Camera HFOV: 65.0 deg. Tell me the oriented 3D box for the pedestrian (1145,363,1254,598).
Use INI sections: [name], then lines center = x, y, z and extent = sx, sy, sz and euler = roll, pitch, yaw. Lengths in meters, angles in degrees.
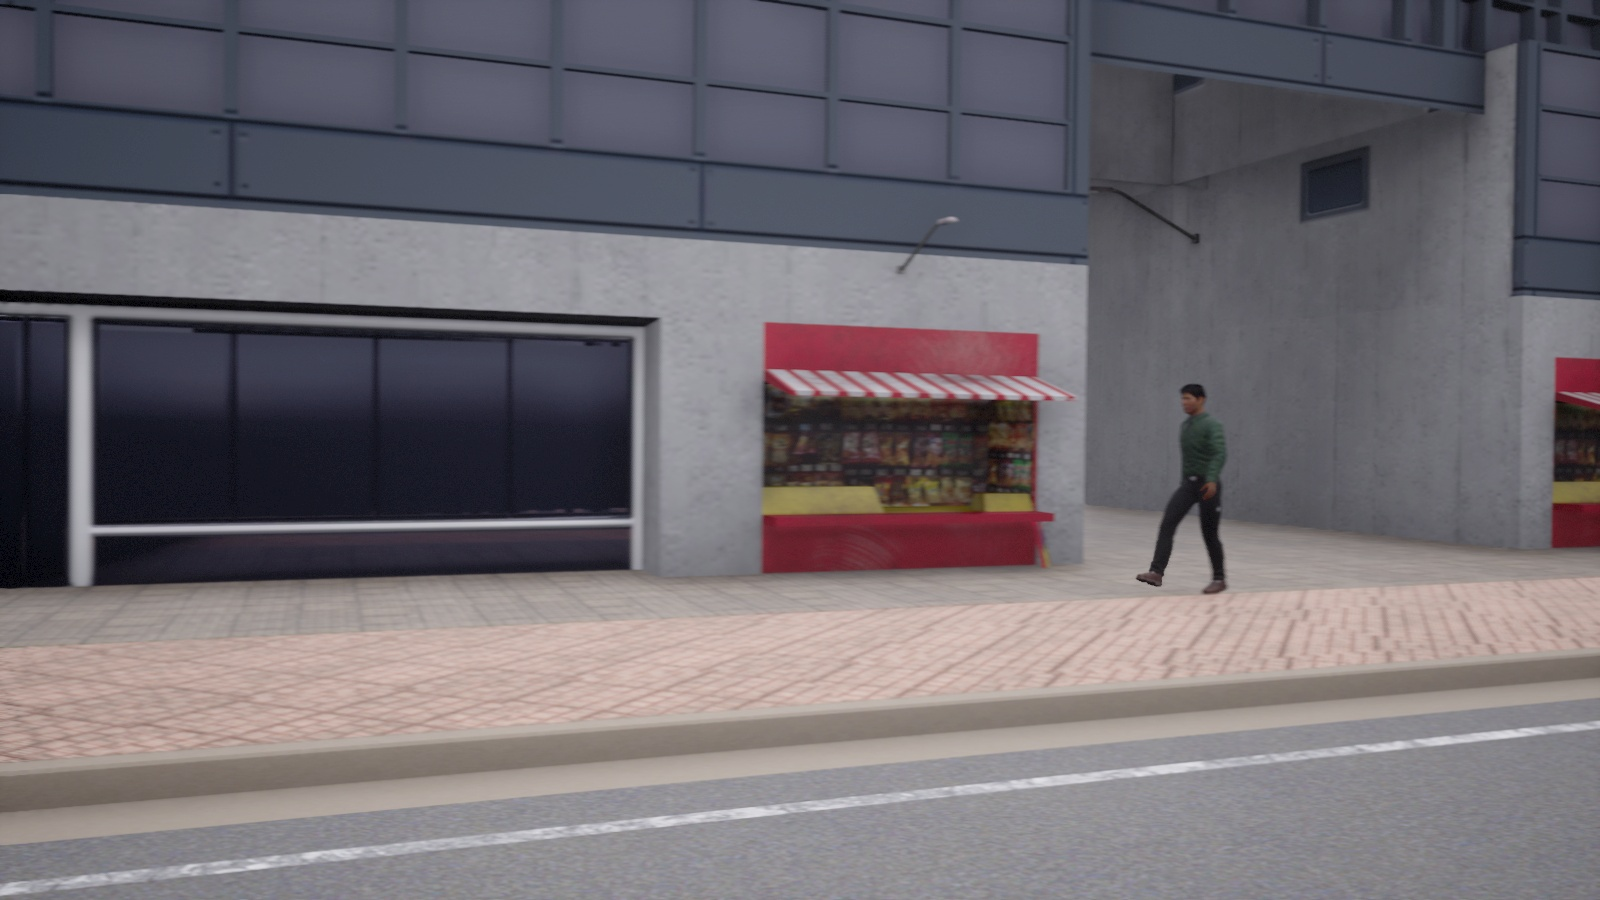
[pedestrian]
center = 3.417, 0.245, 10.742
extent = 0.788, 1.949, 0.423
euler = -1, 1, -24
